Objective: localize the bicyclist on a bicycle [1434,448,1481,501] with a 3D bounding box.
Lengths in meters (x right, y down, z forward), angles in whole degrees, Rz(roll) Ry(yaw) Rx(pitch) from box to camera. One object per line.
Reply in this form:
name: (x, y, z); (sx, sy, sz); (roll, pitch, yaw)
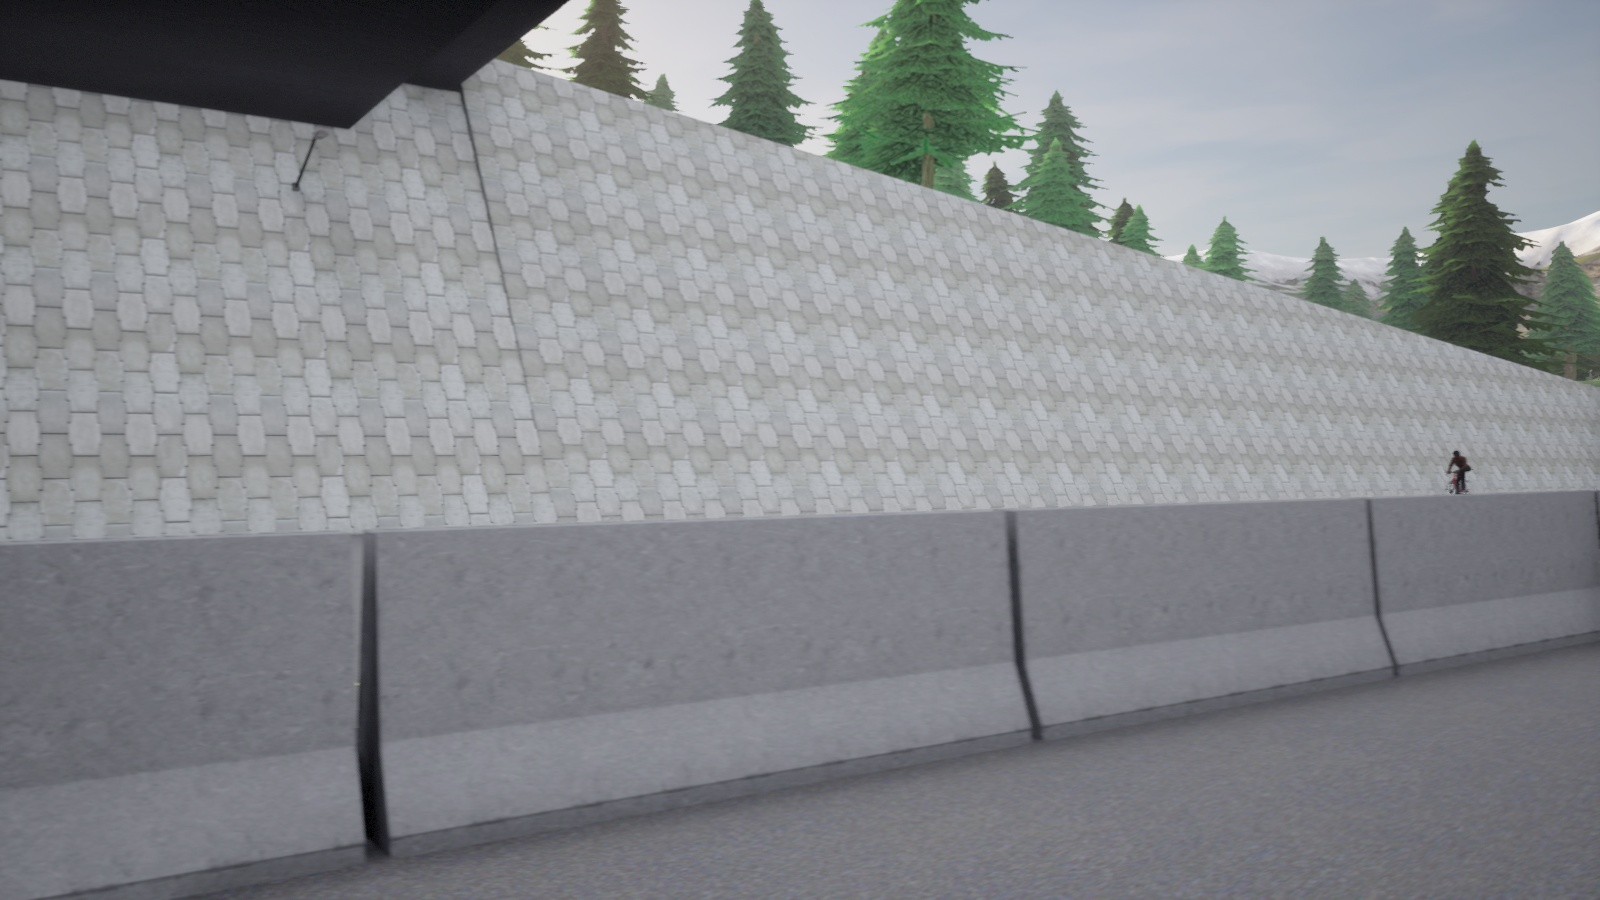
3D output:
bicyclist on a bicycle: (20.587, 0.750, 39.309); (1.656, 1.620, 0.582); (-1, 0, -35)
